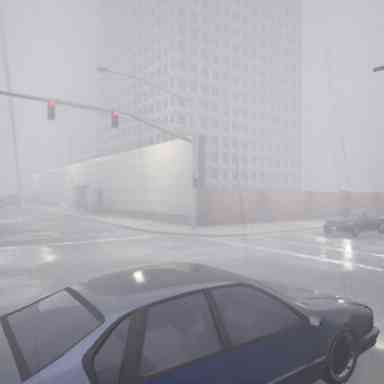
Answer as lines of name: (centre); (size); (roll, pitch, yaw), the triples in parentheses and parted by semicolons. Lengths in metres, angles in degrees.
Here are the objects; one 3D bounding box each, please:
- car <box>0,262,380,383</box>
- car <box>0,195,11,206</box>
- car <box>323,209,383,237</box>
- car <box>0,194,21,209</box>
car: (-0.072, 1.565, 3.694); (5.357, 1.411, 2.033); (1, 0, -35)
car: (-31.485, 1.417, 55.077); (2.097, 1.767, 4.553); (1, 0, -35)
car: (9.624, 1.720, 19.454); (4.674, 1.442, 1.812); (1, 0, -35)
car: (-25.358, 1.280, 46.464); (2.150, 2.045, 5.566); (1, 0, -35)
